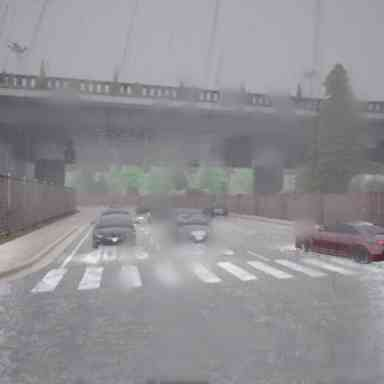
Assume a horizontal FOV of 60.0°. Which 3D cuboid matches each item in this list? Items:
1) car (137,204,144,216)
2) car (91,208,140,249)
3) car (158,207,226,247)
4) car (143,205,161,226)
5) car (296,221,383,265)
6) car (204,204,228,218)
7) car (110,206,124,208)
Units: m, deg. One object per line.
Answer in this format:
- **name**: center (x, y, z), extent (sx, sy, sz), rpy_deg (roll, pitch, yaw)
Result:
- **car**: center (-5.711, 2.200, 41.122), extent (1.895, 1.301, 4.718), rpy_deg (0, -1, -13)
- **car**: center (-3.649, 1.742, 15.990), extent (1.837, 1.490, 4.892), rpy_deg (0, -1, -12)
- **car**: center (-0.204, 1.753, 16.738), extent (2.128, 1.511, 4.902), rpy_deg (0, -1, -13)
- **car**: center (-2.611, 1.959, 27.508), extent (2.033, 1.411, 5.357), rpy_deg (0, -1, -12)
- **car**: center (5.931, 1.799, 12.685), extent (1.994, 1.385, 4.181), rpy_deg (-1, -1, -22)
- **car**: center (2.562, 2.073, 37.016), extent (2.128, 1.511, 4.902), rpy_deg (0, -1, -13)
- **car**: center (-5.813, 1.974, 25.781), extent (1.895, 1.301, 4.718), rpy_deg (0, -1, -13)
